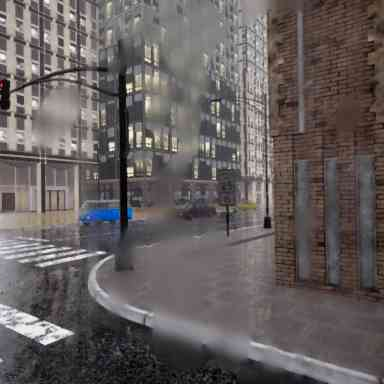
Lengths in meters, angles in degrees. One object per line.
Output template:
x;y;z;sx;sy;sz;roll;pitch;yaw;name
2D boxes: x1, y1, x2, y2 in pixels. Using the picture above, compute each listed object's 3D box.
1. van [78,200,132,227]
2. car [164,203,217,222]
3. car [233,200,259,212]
-6.070;1.460;23.512;1.690;1.788;3.998;-2;-1;36;van
0.032;1.629;27.583;2.033;1.411;5.357;-1;-1;36;car
6.752;1.689;41.430;1.752;1.417;4.829;-2;-1;36;car
